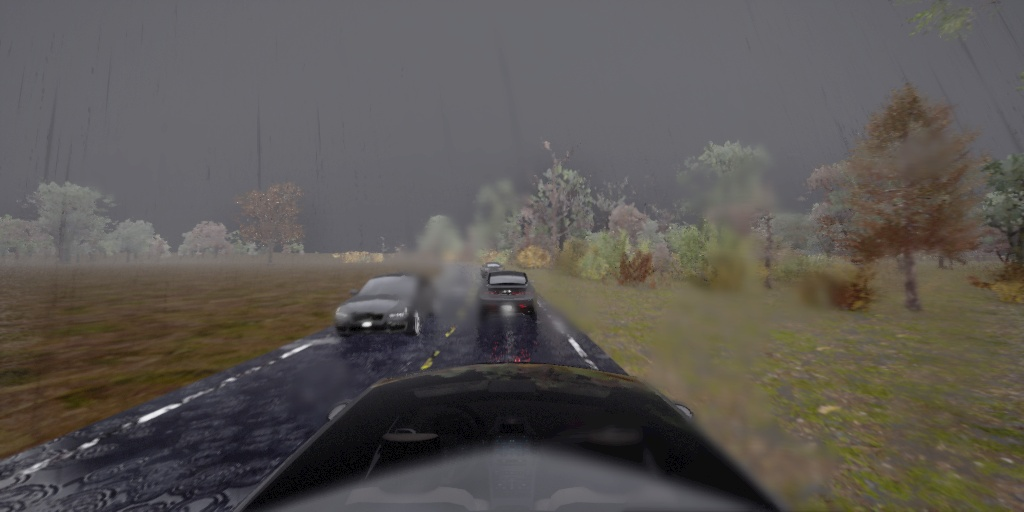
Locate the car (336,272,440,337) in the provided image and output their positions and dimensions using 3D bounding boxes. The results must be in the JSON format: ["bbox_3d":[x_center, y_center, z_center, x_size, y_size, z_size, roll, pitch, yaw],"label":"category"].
[{"bbox_3d":[-3.309,1.259,10.405,1.837,1.490,4.892,0,0,-2],"label":"car"}]

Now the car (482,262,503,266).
[{"bbox_3d":[-1.800,1.276,33.385,1.812,1.442,4.674,0,0,-6],"label":"car"}]

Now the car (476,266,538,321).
[{"bbox_3d":[-0.192,1.254,12.557,1.837,1.490,4.892,0,0,-2],"label":"car"}]
